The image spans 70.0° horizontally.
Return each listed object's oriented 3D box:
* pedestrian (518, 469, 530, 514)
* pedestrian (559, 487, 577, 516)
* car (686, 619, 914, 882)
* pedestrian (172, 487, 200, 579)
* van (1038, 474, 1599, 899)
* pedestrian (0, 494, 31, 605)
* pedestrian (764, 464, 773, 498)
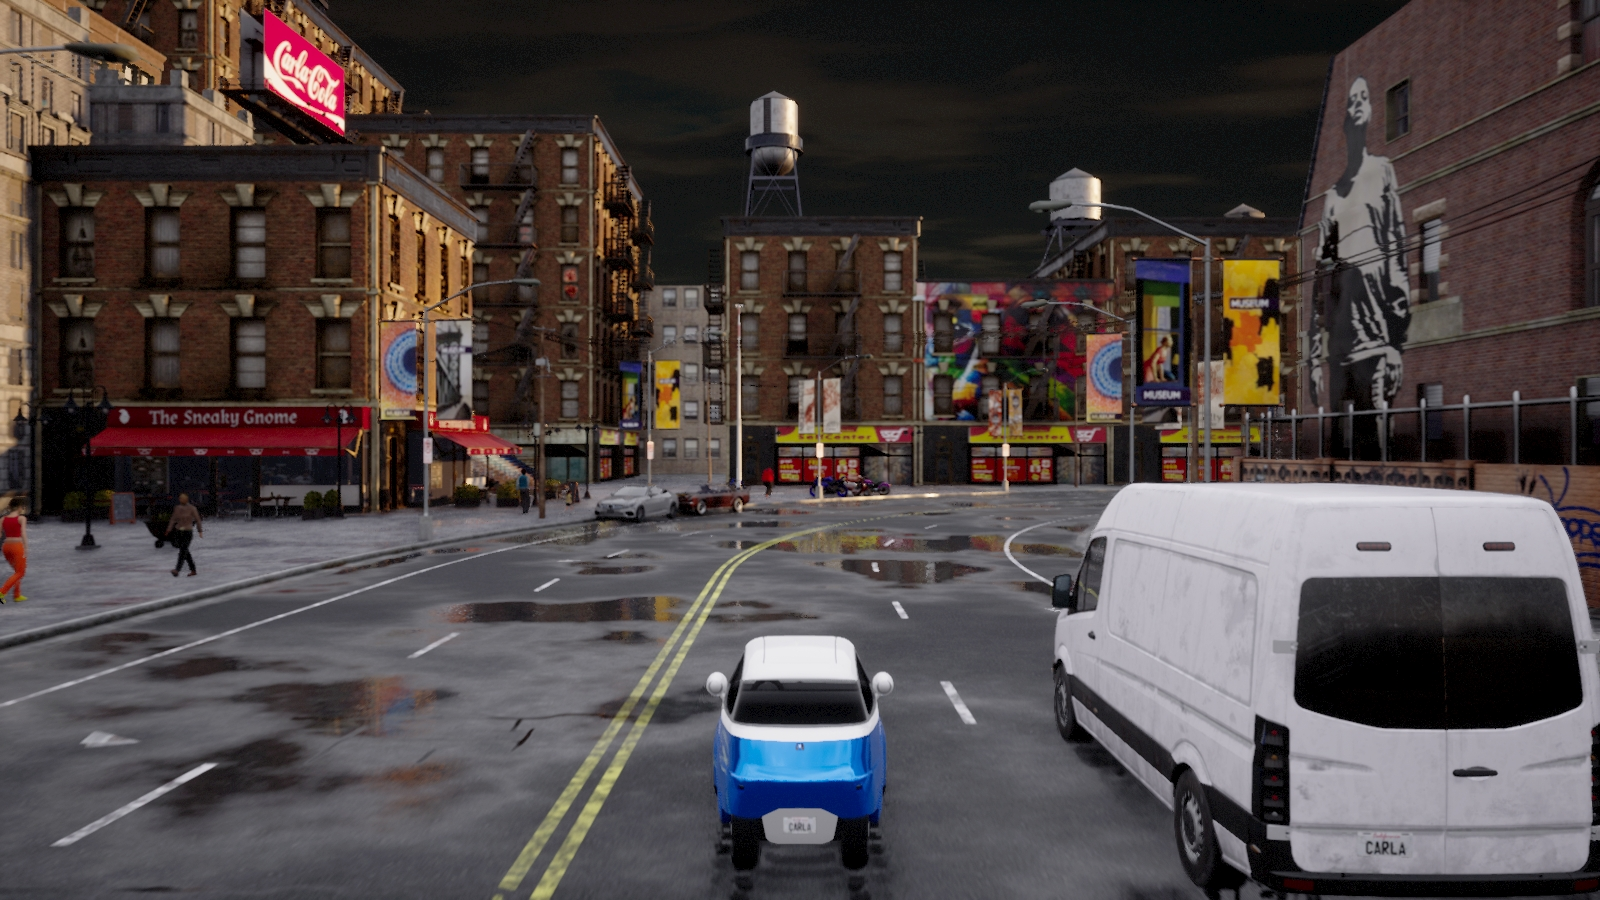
[{"bbox_3d":[-11.312,1.691,46.750,0.375,1.860,0.375,0,0,5],"label":"pedestrian"},{"bbox_3d":[-9.333,2.071,46.000,0.500,1.100,0.500,0,0,-45],"label":"pedestrian"},{"bbox_3d":[0.000,2.119,8.537,1.481,1.376,2.207,0,0,0],"label":"car"},{"bbox_3d":[-12.601,1.693,23.462,0.375,1.860,0.375,0,0,1],"label":"pedestrian"},{"bbox_3d":[3.512,1.533,9.126,1.988,2.561,5.915,0,0,0],"label":"van"},{"bbox_3d":[-13.446,1.695,19.495,0.375,1.860,0.375,0,0,3],"label":"pedestrian"},{"bbox_3d":[-1.720,1.689,61.978,0.375,1.860,0.375,0,0,26],"label":"pedestrian"}]
